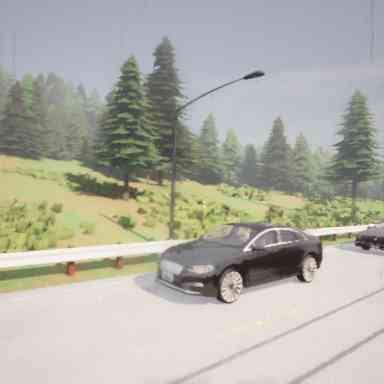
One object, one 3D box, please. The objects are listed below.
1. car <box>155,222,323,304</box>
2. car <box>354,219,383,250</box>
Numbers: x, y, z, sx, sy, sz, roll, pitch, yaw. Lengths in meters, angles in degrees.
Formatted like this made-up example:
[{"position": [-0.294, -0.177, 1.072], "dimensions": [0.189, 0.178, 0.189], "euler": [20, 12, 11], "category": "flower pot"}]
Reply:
[{"position": [1.394, 1.528, 8.344], "dimensions": [4.902, 1.511, 2.128], "euler": [2, 0, -39], "category": "car"}, {"position": [9.351, 1.877, 14.871], "dimensions": [5.357, 1.411, 2.033], "euler": [2, 0, -39], "category": "car"}]
